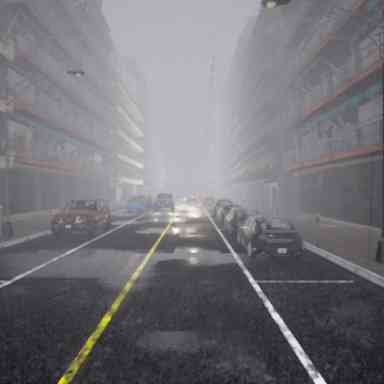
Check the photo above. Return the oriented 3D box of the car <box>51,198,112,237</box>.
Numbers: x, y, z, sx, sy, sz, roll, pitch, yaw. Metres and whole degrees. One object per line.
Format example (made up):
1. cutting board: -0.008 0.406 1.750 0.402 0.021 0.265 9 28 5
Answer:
1. car: -5.687 1.253 17.792 2.192 1.841 5.009 0 0 0

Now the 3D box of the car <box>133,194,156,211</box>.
1. car: -5.685 1.188 40.438 2.192 1.841 5.009 0 0 0

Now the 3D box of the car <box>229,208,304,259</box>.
1. car: 2.693 1.508 12.108 2.008 1.369 4.403 0 0 0

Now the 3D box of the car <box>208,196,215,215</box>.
1. car: 2.695 1.340 29.093 1.967 1.590 4.097 0 0 0

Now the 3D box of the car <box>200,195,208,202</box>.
1. car: 2.701 1.354 74.557 1.752 1.417 4.829 0 0 0

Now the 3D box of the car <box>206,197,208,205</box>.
1. car: 2.696 1.465 34.757 1.802 1.307 4.206 0 0 0

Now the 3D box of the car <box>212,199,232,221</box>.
1. car: 2.694 1.462 23.433 1.887 1.381 4.507 0 0 0

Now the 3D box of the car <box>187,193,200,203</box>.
1. car: 0.013 1.321 66.307 2.128 1.511 4.902 0 0 0

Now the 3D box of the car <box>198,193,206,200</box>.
1. car: 2.703 1.144 91.371 2.192 1.841 5.009 0 0 0

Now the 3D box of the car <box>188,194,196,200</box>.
1. car: 0.016 1.224 86.085 1.812 1.442 4.674 0 0 0

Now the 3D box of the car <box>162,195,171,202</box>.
1. car: -5.679 1.355 74.241 1.752 1.417 4.829 0 0 0

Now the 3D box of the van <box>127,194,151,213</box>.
1. van: -5.684 1.225 34.779 1.690 1.788 3.998 0 0 0

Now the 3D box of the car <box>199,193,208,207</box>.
1. car: 2.369 1.338 47.703 1.882 1.535 5.008 0 0 0

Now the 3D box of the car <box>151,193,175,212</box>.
1. car: -3.086 1.097 37.959 2.150 2.045 5.566 0 0 0

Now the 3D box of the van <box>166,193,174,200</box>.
1. van: -5.678 1.168 85.735 1.690 1.788 3.998 0 0 0

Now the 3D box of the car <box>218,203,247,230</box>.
1. car: 2.694 1.488 17.770 2.008 1.369 4.403 0 0 0
